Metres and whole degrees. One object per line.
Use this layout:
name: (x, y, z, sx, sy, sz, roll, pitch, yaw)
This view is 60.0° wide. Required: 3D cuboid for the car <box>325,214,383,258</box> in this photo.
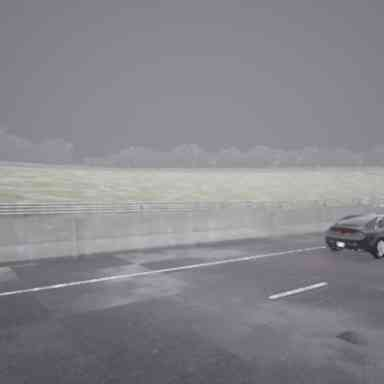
car: (7.349, 1.645, 13.389, 4.892, 1.490, 1.837, 0, 0, -35)
